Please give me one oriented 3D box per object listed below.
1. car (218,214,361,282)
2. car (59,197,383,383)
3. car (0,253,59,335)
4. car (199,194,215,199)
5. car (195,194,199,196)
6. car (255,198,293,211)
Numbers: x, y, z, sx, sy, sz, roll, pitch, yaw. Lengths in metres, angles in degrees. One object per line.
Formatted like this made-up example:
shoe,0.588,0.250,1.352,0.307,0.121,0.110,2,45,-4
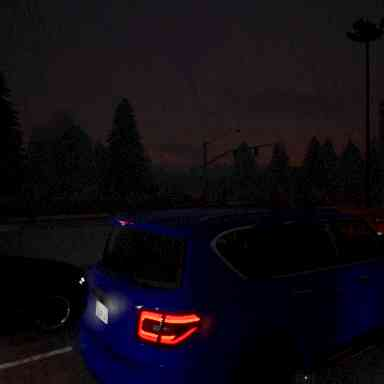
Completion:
car,3.063,1.513,10.201,4.181,1.385,1.994,-1,0,-34
car,1.342,1.205,4.685,5.566,2.045,2.150,-1,0,-35
car,-3.782,1.564,5.339,4.181,1.385,1.994,0,0,-36
car,2.113,1.104,56.648,2.097,1.767,4.553,-1,0,-35
car,-1.210,1.344,55.296,1.994,1.385,4.181,-1,0,-35
car,9.405,1.388,38.732,1.895,1.301,4.718,0,0,-22
